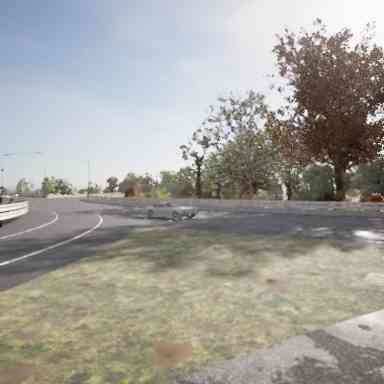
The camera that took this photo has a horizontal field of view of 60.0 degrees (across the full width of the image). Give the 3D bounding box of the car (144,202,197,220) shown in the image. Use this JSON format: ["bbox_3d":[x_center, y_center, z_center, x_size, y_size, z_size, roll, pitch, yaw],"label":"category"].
[{"bbox_3d":[-1.816,1.474,27.517,4.718,1.301,1.895,0,0,42],"label":"car"}]
